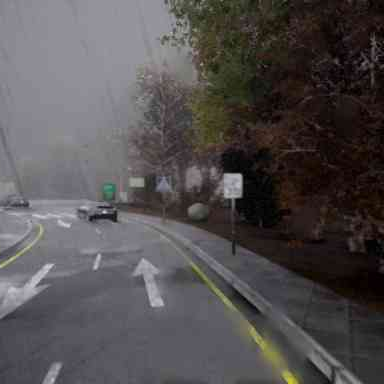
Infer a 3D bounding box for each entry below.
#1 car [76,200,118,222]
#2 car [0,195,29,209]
[{"bbox_3d":[-6.735,1.236,23.320,1.994,1.385,4.181,0,1,-32],"label":"car"},{"bbox_3d":[-19.186,1.050,35.058,4.181,1.385,1.994,-2,-1,29],"label":"car"}]
